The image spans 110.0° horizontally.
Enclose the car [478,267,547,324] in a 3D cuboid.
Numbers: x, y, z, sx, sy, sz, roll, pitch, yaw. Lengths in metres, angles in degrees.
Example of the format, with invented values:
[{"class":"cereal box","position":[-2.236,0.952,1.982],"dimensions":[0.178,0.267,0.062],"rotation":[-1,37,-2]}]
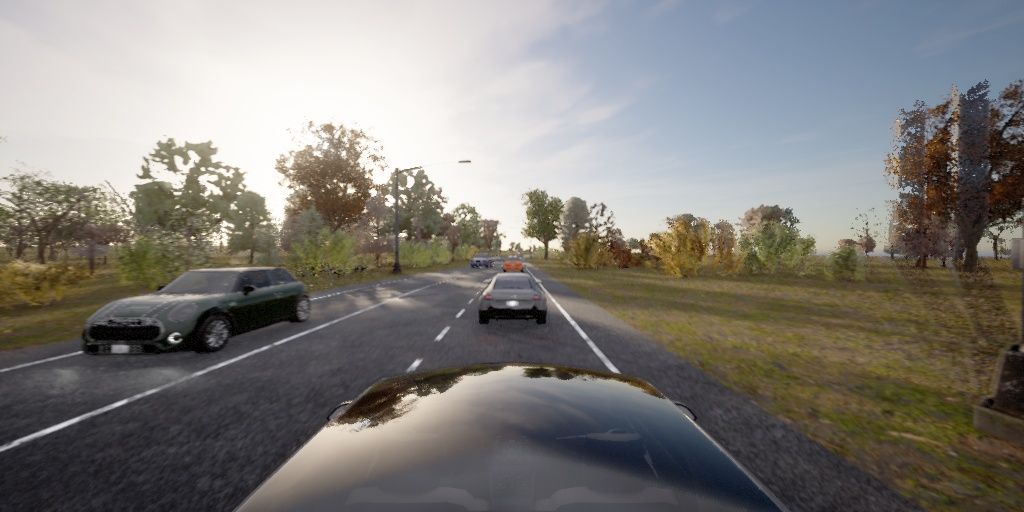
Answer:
[{"class":"car","position":[0.021,1.244,11.736],"dimensions":[1.994,1.385,4.181],"rotation":[0,0,0]}]

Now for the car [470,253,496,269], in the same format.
[{"class":"car","position":[-3.963,0.616,47.589],"dimensions":[2.150,2.045,5.566],"rotation":[0,1,6]}]

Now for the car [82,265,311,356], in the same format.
[{"class":"car","position":[-6.983,1.051,8.638],"dimensions":[2.097,1.767,4.553],"rotation":[0,0,0]}]

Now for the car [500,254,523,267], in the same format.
[{"class":"car","position":[0.100,0.825,38.152],"dimensions":[2.097,1.767,4.553],"rotation":[0,0,0]}]
